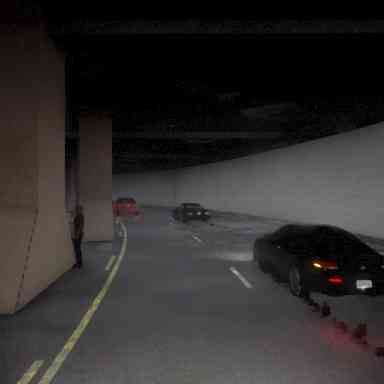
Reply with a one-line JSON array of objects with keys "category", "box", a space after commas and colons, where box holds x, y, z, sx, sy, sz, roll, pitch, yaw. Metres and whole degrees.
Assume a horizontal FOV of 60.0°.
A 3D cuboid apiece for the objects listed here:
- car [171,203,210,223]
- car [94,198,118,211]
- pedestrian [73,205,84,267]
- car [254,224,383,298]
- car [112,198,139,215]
[{"category": "car", "box": [-0.209, 1.547, 25.408, 2.033, 1.411, 5.357, 0, 0, -16]}, {"category": "car", "box": [-11.151, 1.526, 42.773, 1.812, 1.442, 4.674, 0, 0, -29]}, {"category": "pedestrian", "box": [-3.416, 1.294, 9.978, 0.375, 1.860, 0.375, 0, 0, -7]}, {"category": "car", "box": [2.963, 1.525, 8.432, 1.812, 1.442, 4.674, 0, 0, -5]}, {"category": "car", "box": [-6.877, 1.352, 33.766, 2.097, 1.767, 4.553, 0, 0, -22]}]
